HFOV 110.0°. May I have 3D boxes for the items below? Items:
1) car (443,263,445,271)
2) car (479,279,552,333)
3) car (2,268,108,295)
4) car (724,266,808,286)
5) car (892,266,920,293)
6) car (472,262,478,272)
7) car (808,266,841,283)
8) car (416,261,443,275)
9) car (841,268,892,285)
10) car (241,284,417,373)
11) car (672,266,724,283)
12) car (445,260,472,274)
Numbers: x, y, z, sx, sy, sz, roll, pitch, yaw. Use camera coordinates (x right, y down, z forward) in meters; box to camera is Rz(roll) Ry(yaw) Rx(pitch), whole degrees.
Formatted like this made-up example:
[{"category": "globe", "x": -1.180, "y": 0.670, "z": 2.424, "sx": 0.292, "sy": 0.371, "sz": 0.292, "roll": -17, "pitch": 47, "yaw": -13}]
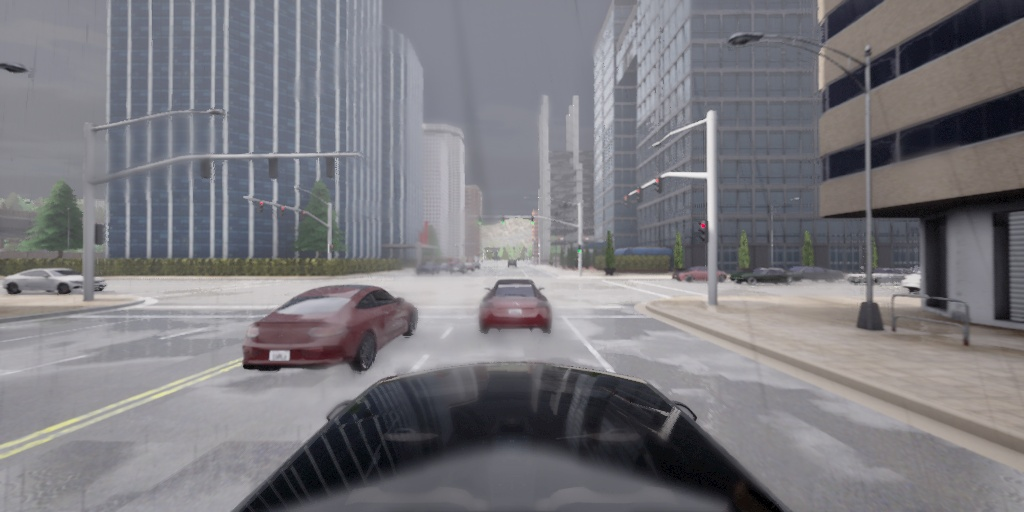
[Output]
[{"category": "car", "x": -10.563, "y": 1.738, "z": 55.154, "sx": 1.812, "sy": 1.442, "sz": 4.674, "roll": 0, "pitch": 0, "yaw": 1}, {"category": "car", "x": 0.095, "y": 1.396, "z": 11.094, "sx": 1.994, "sy": 1.385, "sz": 4.181, "roll": 0, "pitch": 0, "yaw": 0}, {"category": "car", "x": -26.444, "y": 1.441, "z": 20.788, "sx": 4.674, "sy": 1.442, "sz": 1.812, "roll": 0, "pitch": 0, "yaw": 1}, {"category": "car", "x": 19.373, "y": 1.574, "z": 27.486, "sx": 4.718, "sy": 1.301, "sz": 1.895, "roll": 0, "pitch": 0, "yaw": 1}, {"category": "car", "x": 24.894, "y": 1.436, "z": 20.226, "sx": 4.674, "sy": 1.442, "sz": 1.812, "roll": 0, "pitch": 0, "yaw": 1}, {"category": "car", "x": -7.052, "y": 1.761, "z": 57.818, "sx": 1.812, "sy": 1.442, "sz": 4.674, "roll": 0, "pitch": 0, "yaw": 1}, {"category": "car", "x": 25.386, "y": 1.550, "z": 30.924, "sx": 5.357, "sy": 1.411, "sz": 2.033, "roll": 0, "pitch": 0, "yaw": 1}, {"category": "car", "x": -10.572, "y": 1.480, "z": 45.340, "sx": 2.097, "sy": 1.767, "sz": 4.553, "roll": 0, "pitch": 0, "yaw": 0}, {"category": "car", "x": 28.542, "y": 1.573, "z": 27.388, "sx": 4.718, "sy": 1.301, "sz": 1.895, "roll": 0, "pitch": 0, "yaw": 1}, {"category": "car", "x": -3.416, "y": 1.327, "z": 7.600, "sx": 1.812, "sy": 1.442, "sz": 4.674, "roll": 0, "pitch": 0, "yaw": 0}, {"category": "car", "x": 16.150, "y": 1.568, "z": 31.023, "sx": 4.181, "sy": 1.385, "sz": 1.994, "roll": 0, "pitch": 0, "yaw": 1}, {"category": "car", "x": -7.067, "y": 1.641, "z": 47.864, "sx": 2.128, "sy": 1.511, "sz": 4.902, "roll": 0, "pitch": 0, "yaw": 0}]
